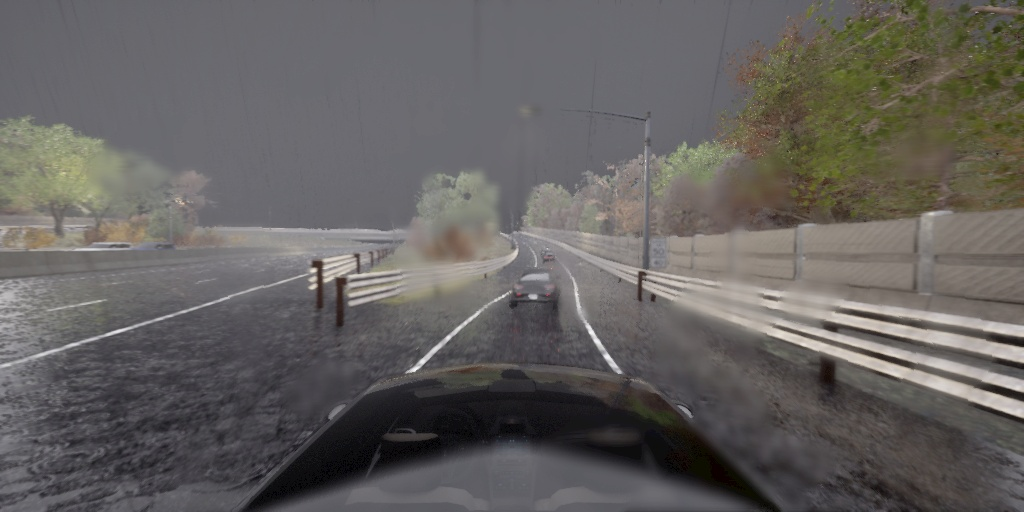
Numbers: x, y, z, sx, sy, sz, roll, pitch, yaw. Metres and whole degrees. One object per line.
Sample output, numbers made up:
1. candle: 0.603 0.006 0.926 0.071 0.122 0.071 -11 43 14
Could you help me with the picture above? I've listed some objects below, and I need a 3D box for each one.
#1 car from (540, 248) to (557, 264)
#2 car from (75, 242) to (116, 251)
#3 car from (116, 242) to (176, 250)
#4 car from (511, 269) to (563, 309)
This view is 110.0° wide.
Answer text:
1. car: 4.969 0.181 47.798 1.837 1.490 4.892 1 4 3
2. car: -40.876 -0.369 36.163 2.150 2.045 5.566 0 1 -17
3. car: -37.623 -0.384 37.474 2.150 2.045 5.566 0 1 -17
4. car: 1.078 1.236 14.689 1.812 1.442 4.674 1 0 8
